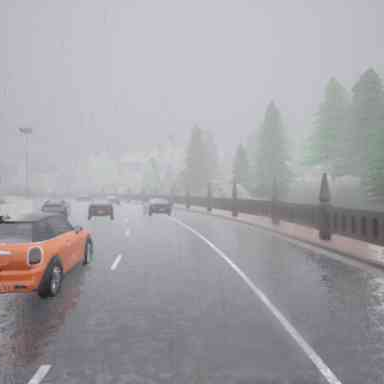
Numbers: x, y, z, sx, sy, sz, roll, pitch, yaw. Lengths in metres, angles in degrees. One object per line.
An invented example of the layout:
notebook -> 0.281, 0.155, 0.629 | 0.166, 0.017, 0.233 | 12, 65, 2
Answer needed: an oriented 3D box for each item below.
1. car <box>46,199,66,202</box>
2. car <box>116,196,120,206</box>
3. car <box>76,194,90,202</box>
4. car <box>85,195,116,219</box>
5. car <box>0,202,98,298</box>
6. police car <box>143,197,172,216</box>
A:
car -> -10.993, 1.338, 27.012 | 2.128, 1.511, 4.902 | 0, 0, -15
car -> -11.845, 1.226, 48.659 | 1.812, 1.442, 4.674 | 0, 1, -27
car -> -20.308, 1.105, 62.545 | 1.882, 1.535, 5.008 | 0, 0, -36
car -> -7.429, 1.312, 27.193 | 1.882, 1.535, 5.008 | 0, 0, -15
car -> -4.006, 1.305, 8.478 | 2.097, 1.767, 4.553 | 0, 0, -5
police car -> -3.194, 1.229, 29.862 | 1.930, 1.638, 5.238 | 0, 0, -16
